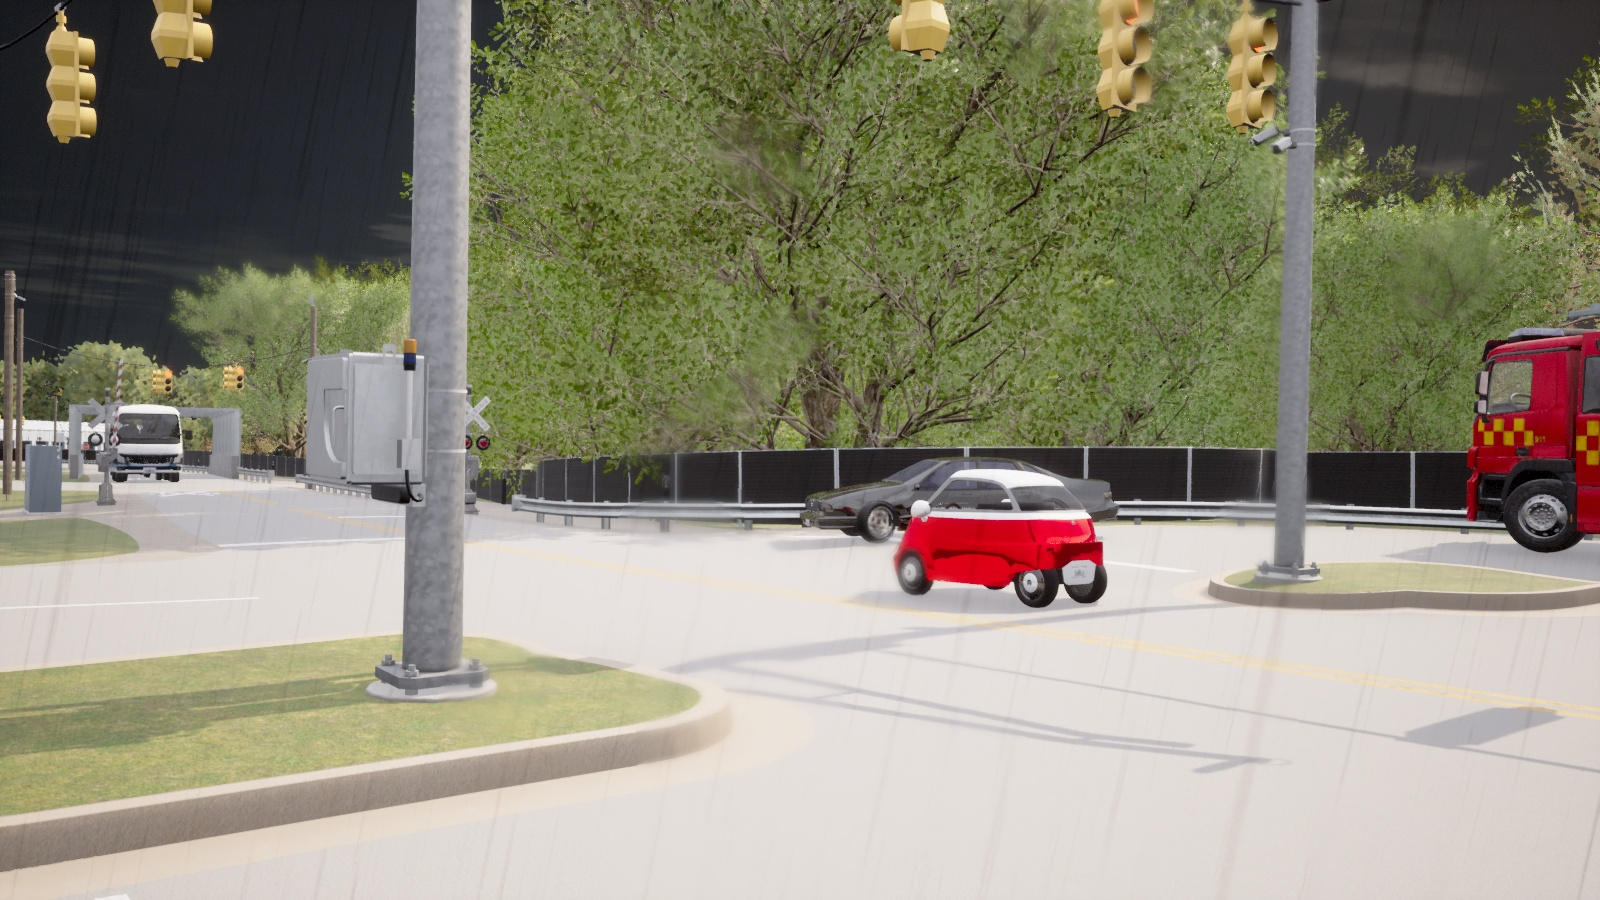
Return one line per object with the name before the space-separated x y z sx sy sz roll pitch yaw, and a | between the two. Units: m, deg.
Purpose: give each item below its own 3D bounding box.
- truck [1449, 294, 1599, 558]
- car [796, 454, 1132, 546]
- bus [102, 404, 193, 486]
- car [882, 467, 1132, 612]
truck | 13.217 -0.340 17.422 2.891 3.827 8.468 0 1 -10
car | 2.763 0.806 21.677 5.357 1.411 2.033 -1 0 -11
bus | -36.777 -0.195 70.502 3.944 4.253 10.273 0 -1 -31
car | 2.158 0.876 13.366 1.481 1.376 2.207 1 -1 -36
